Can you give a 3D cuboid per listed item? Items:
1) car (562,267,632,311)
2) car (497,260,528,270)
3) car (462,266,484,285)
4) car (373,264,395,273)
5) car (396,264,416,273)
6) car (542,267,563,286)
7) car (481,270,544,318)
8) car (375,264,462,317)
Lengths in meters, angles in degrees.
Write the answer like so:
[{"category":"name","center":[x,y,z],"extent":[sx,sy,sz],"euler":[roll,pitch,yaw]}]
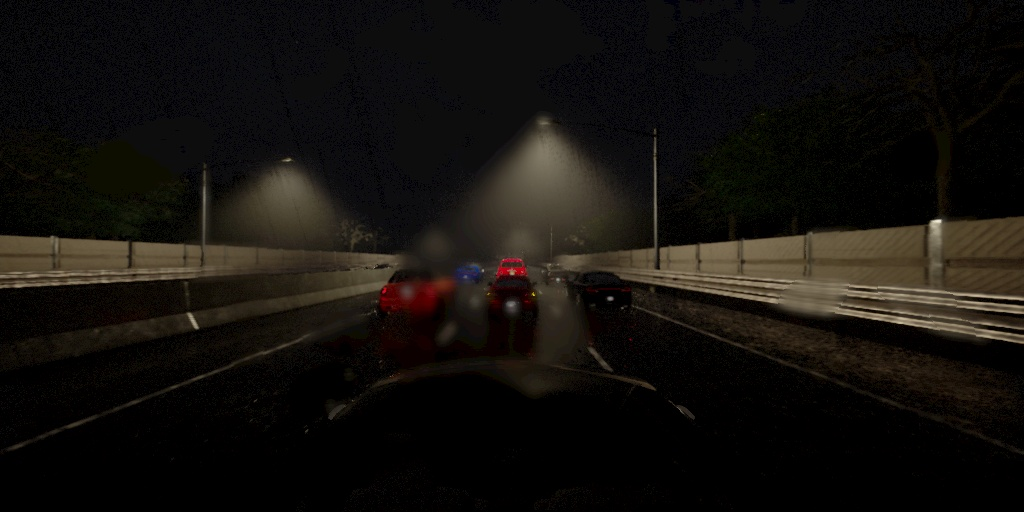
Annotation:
[{"category":"car","center":[3.552,1.391,15.337],"extent":[1.882,1.535,5.008],"euler":[0,0,1]},{"category":"car","center":[0.029,1.304,27.913],"extent":[2.150,2.045,5.566],"euler":[0,-1,1]},{"category":"car","center":[-3.445,1.592,30.363],"extent":[1.882,1.535,5.008],"euler":[0,0,1]},{"category":"car","center":[-21.035,2.088,59.163],"extent":[1.994,1.385,4.181],"euler":[0,-1,1]},{"category":"car","center":[-17.537,2.031,59.354],"extent":[1.837,1.490,4.892],"euler":[0,-1,1]},{"category":"car","center":[3.544,1.605,29.168],"extent":[1.837,1.490,4.892],"euler":[0,0,1]},{"category":"car","center":[0.037,1.417,13.553],"extent":[1.812,1.442,4.674],"euler":[0,-1,1]},{"category":"car","center":[-3.458,1.248,14.028],"extent":[2.097,1.767,4.553],"euler":[0,-1,1]}]
